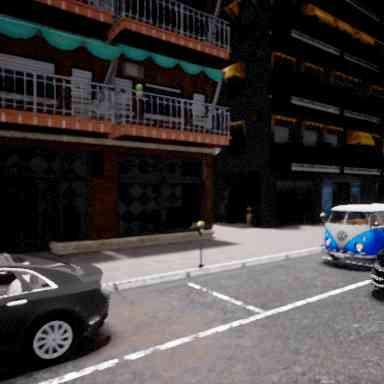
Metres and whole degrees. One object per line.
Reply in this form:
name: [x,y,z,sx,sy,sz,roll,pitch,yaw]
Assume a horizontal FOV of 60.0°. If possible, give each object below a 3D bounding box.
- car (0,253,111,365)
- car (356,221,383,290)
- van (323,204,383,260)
car: [-3.270,1.553,4.227,4.403,1.369,2.008,0,0,-36]
car: [6.043,1.463,7.690,4.892,1.490,1.837,0,0,-35]
van: [5.951,1.291,10.805,3.998,1.788,1.690,0,0,-36]
